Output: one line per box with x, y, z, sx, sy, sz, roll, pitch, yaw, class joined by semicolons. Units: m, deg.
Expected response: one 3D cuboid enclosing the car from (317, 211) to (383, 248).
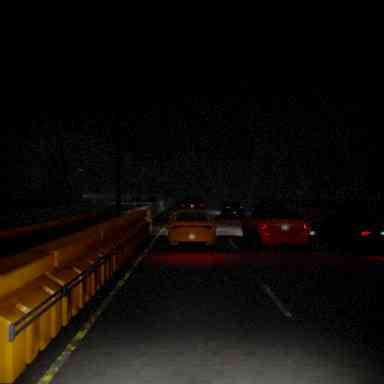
7.000;1.560;14.650;2.033;1.411;5.357;0;0;0;car

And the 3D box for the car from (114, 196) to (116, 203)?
-15.361;1.319;70.420;2.097;1.767;4.553;0;0;-8;car

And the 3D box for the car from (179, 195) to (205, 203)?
0.000;1.255;29.680;2.150;2.045;5.566;0;0;0;car

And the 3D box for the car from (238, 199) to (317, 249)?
3.500;1.363;14.620;2.097;1.767;4.553;0;0;0;car

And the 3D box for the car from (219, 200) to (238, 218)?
3.500;1.493;29.650;2.128;1.511;4.902;0;0;0;car

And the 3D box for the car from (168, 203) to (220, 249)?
0.000;1.482;14.650;1.882;1.535;5.008;0;0;0;car
